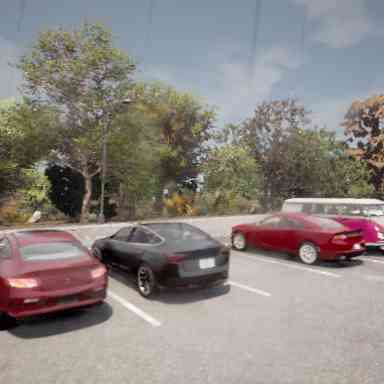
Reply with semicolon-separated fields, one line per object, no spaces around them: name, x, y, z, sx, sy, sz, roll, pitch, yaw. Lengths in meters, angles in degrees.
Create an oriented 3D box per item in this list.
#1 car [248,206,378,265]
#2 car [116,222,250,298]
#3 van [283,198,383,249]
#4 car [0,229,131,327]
car;3.498;1.481;11.937;2.097;1.535;5.008;0;0;-36
car;-1.041;1.511;8.741;2.163;1.488;4.792;0;0;-36
van;5.823;1.256;13.459;1.878;1.987;4.442;0;0;-36
car;-3.283;1.521;7.101;2.002;1.452;4.674;0;0;-36
